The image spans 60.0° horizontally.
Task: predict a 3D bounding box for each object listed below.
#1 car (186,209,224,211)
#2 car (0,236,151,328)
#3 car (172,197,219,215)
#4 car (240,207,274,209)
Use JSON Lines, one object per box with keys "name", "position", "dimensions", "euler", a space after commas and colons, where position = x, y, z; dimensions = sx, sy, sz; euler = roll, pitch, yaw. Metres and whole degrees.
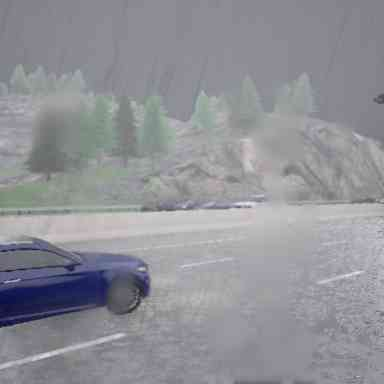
{"name": "car", "position": [2.087, 1.561, 31.268], "dimensions": [4.674, 1.442, 1.812], "euler": [0, 0, -35]}
{"name": "car", "position": [-2.995, 1.526, 5.905], "dimensions": [4.674, 1.442, 1.812], "euler": [0, 0, -36]}
{"name": "car", "position": [0.379, 1.387, 34.347], "dimensions": [4.553, 1.767, 2.097], "euler": [0, 0, -35]}
{"name": "car", "position": [6.110, 1.261, 29.843], "dimensions": [5.566, 2.045, 2.150], "euler": [0, 0, -35]}
